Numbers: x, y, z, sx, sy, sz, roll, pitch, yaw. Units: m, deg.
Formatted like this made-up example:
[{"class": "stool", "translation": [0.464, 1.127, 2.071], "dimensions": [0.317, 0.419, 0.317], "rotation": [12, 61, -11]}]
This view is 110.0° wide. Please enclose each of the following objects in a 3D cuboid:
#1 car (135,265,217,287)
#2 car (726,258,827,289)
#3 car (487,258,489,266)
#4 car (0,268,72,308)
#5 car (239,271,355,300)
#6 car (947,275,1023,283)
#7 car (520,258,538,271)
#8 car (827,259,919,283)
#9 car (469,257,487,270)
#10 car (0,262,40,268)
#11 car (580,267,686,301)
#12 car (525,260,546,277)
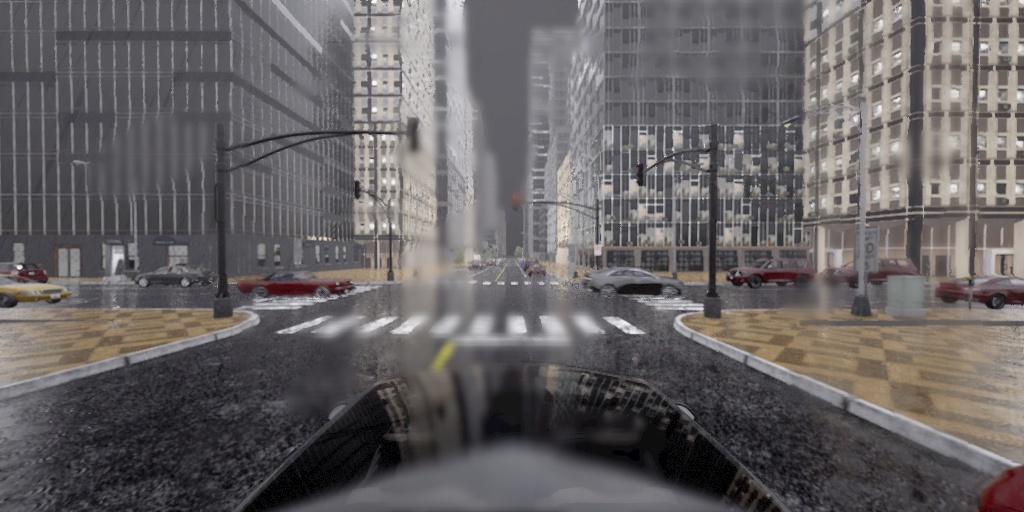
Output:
[{"class": "car", "translation": [-21.429, 1.253, 22.935], "dimensions": [4.403, 1.370, 2.007], "rotation": [0, 0, 0]}, {"class": "car", "translation": [16.582, 1.072, 22.985], "dimensions": [5.009, 1.841, 2.192], "rotation": [0, 0, 0]}, {"class": "car", "translation": [-5.260, 1.439, 59.214], "dimensions": [1.802, 1.307, 4.207], "rotation": [0, 0, 0]}, {"class": "car", "translation": [-21.248, 1.331, 14.796], "dimensions": [4.829, 1.417, 1.751], "rotation": [0, 0, 0]}, {"class": "car", "translation": [-10.315, 1.393, 17.502], "dimensions": [4.718, 1.301, 1.895], "rotation": [0, 0, 0]}, {"class": "car", "translation": [20.193, 1.447, 14.851], "dimensions": [4.207, 1.307, 1.802], "rotation": [0, 0, 0]}, {"class": "car", "translation": [2.598, 1.153, 48.182], "dimensions": [2.192, 1.841, 5.009], "rotation": [0, 0, 0]}, {"class": "car", "translation": [22.913, 1.081, 22.993], "dimensions": [5.009, 1.841, 2.192], "rotation": [0, 0, 0]}, {"class": "car", "translation": [-5.265, 1.288, 53.689], "dimensions": [1.967, 1.591, 4.097], "rotation": [0, 0, 0]}, {"class": "car", "translation": [-32.544, 1.126, 22.849], "dimensions": [4.097, 1.591, 1.967], "rotation": [0, 0, 0]}, {"class": "car", "translation": [5.854, 1.294, 17.526], "dimensions": [4.902, 1.511, 2.128], "rotation": [1, 0, 0]}, {"class": "car", "translation": [2.566, 1.400, 37.132], "dimensions": [1.802, 1.307, 4.207], "rotation": [0, 0, 0]}]
